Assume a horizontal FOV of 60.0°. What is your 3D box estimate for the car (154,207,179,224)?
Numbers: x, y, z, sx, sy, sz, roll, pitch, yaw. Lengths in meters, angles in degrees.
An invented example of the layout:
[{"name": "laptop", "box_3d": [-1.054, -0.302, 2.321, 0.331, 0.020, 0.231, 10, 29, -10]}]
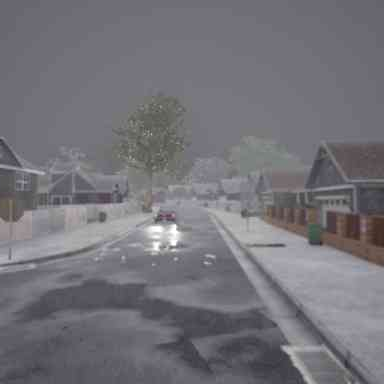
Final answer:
[{"name": "car", "box_3d": [-2.225, 2.061, 29.706, 1.895, 1.301, 4.718, 0, -1, 1]}]
